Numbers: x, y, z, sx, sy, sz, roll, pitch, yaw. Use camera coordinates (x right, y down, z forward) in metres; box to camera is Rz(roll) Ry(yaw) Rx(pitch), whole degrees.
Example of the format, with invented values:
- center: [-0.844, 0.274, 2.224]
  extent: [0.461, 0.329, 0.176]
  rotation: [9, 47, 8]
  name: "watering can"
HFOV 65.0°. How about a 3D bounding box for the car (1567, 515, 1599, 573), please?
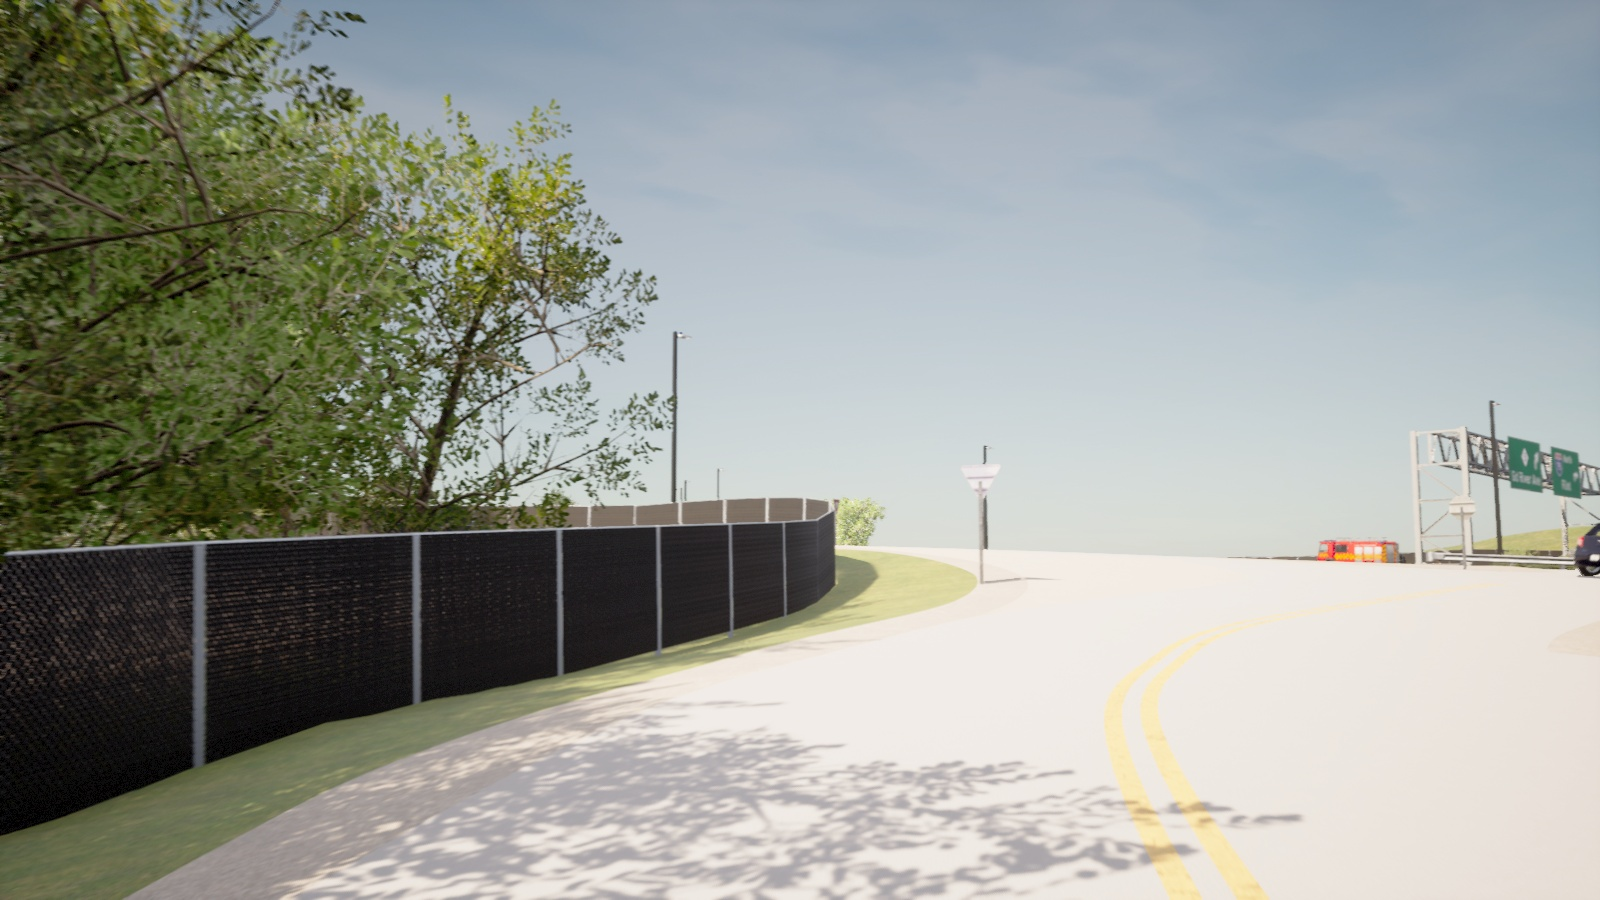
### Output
- center: [22.738, 2.561, 33.435]
  extent: [3.633, 1.501, 1.845]
  rotation: [3, -3, -10]
  name: "car"
